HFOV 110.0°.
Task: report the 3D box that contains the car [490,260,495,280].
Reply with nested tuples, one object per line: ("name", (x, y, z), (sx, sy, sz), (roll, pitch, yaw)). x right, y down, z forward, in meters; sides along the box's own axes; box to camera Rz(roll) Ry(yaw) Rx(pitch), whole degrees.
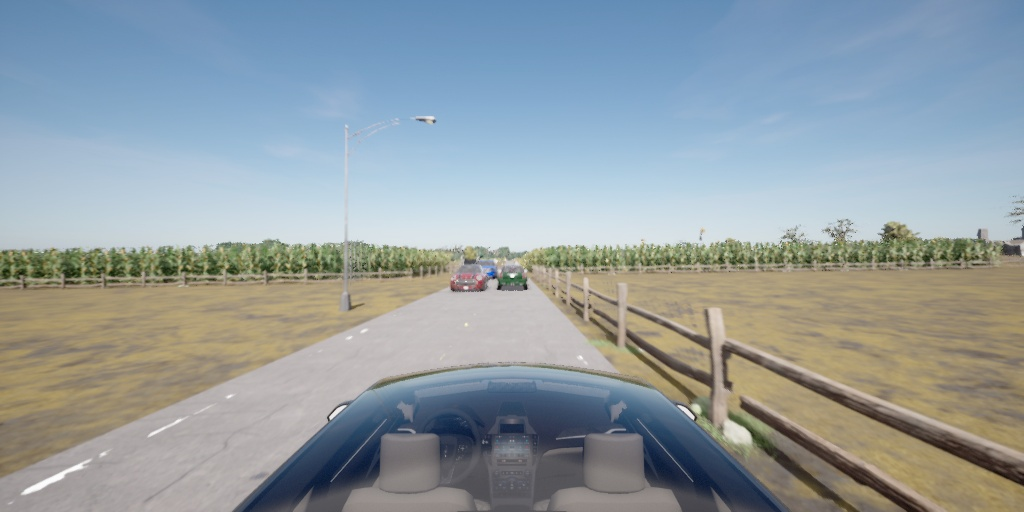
("car", (-2.753, 1.430, 38.369), (2.150, 2.045, 5.566), (0, -1, 0))

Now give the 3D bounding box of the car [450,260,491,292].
("car", (-2.764, 1.354, 23.805), (2.097, 1.767, 4.553), (0, -1, 0))

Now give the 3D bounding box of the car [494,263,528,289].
("car", (0.052, 1.379, 25.830), (2.097, 1.767, 4.553), (0, -1, 1))
